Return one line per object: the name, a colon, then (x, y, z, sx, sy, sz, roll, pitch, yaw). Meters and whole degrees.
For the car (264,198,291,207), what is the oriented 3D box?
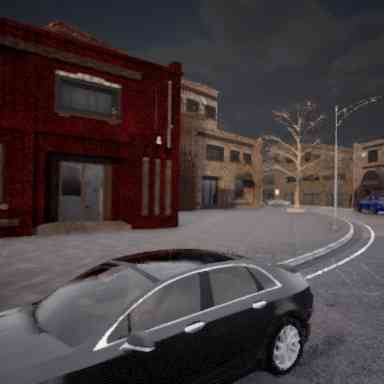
car: (13.323, 1.634, 51.800, 1.895, 1.301, 4.718, 1, 0, -21)

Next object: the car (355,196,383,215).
car: (19.774, 1.404, 35.956, 2.150, 2.045, 5.566, 1, 0, 2)

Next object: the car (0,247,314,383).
car: (-0.469, 1.531, 3.977, 4.892, 1.490, 1.837, 0, 0, -38)
